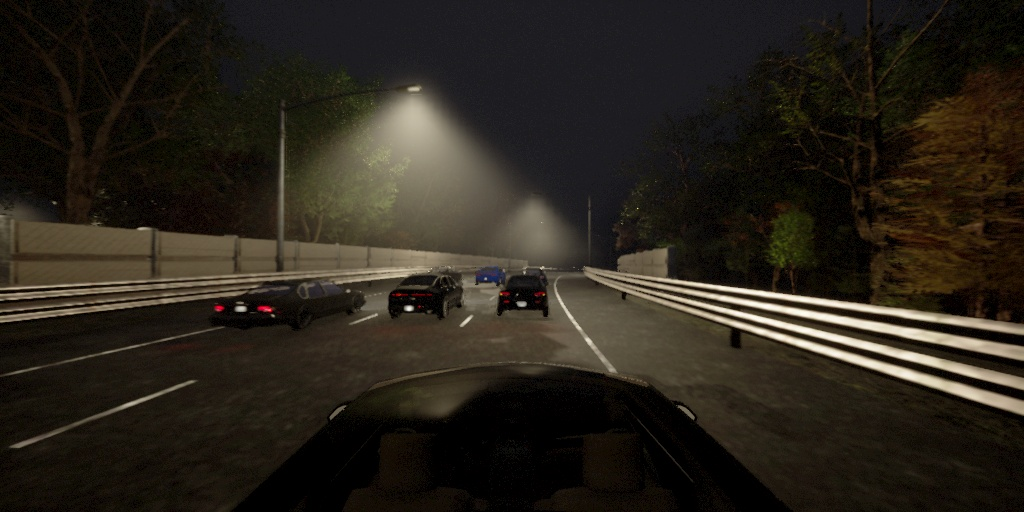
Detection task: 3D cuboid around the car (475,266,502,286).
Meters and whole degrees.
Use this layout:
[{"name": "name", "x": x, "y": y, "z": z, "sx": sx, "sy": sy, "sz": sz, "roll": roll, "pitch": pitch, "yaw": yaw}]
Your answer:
[{"name": "car", "x": -1.663, "y": 1.597, "z": 29.445, "sx": 1.882, "sy": 1.535, "sz": 5.008, "roll": 0, "pitch": 0, "yaw": 7}]

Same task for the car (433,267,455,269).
[{"name": "car", "x": -5.306, "y": 1.592, "z": 28.547, "sx": 2.128, "sy": 1.511, "sz": 4.902, "roll": 0, "pitch": -1, "yaw": 7}]

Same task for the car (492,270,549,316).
[{"name": "car", "x": 0.487, "y": 1.443, "z": 14.148, "sx": 1.812, "sy": 1.442, "sz": 4.674, "roll": 0, "pitch": -1, "yaw": 4}]

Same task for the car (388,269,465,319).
[{"name": "car", "x": -3.059, "y": 1.411, "z": 13.623, "sx": 1.837, "sy": 1.490, "sz": 4.892, "roll": 0, "pitch": 0, "yaw": 4}]

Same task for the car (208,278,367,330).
[{"name": "car", "x": -6.707, "y": 1.419, "z": 11.563, "sx": 2.033, "sy": 1.411, "sz": 5.357, "roll": 0, "pitch": -1, "yaw": 3}]
